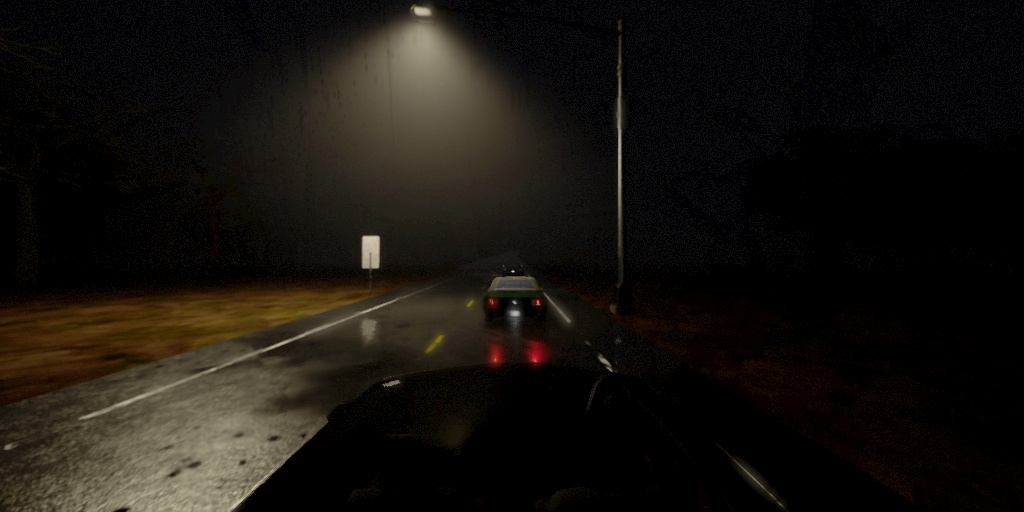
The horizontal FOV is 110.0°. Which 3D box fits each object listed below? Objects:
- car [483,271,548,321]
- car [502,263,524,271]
[{"bbox_3d":[0.104,1.355,12.421,1.895,1.301,4.718,0,0,0],"label":"car"},{"bbox_3d":[0.091,1.324,33.398,1.994,1.385,4.181,0,0,0],"label":"car"}]
